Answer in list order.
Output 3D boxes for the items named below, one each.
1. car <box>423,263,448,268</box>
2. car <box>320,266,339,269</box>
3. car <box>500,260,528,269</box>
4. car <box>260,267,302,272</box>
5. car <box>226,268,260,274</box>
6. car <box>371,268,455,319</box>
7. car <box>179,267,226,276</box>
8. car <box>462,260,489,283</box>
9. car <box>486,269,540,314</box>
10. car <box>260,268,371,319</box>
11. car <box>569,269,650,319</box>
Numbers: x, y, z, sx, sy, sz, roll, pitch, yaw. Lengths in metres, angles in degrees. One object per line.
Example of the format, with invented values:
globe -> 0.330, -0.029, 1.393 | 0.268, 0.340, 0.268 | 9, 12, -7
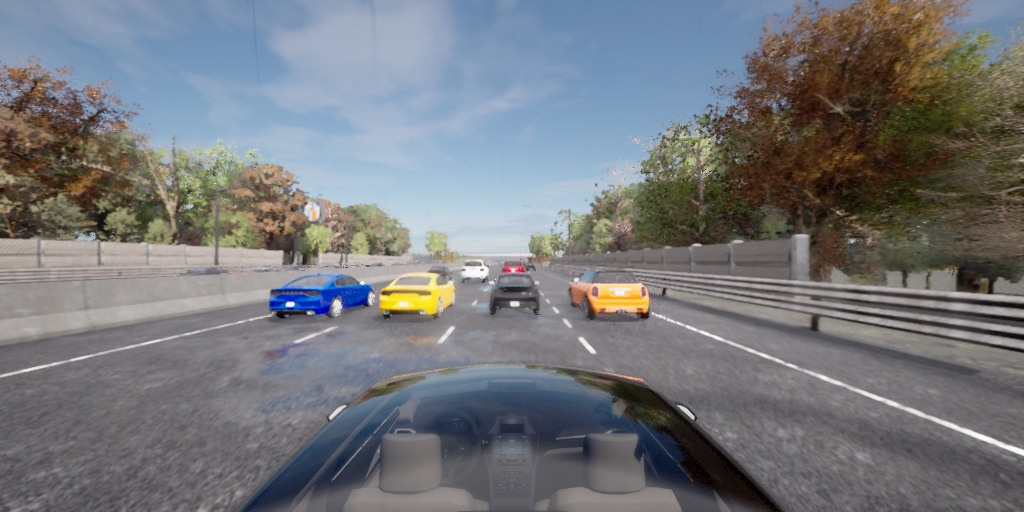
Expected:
car -> -6.891, 1.704, 34.526 | 1.837, 1.490, 4.892 | 0, -1, 0
car -> -17.585, 1.725, 34.456 | 1.812, 1.442, 4.674 | 0, -1, 0
car -> 0.107, 1.409, 33.793 | 2.150, 2.045, 5.566 | 0, -1, 0
car -> -21.084, 1.755, 33.784 | 1.994, 1.385, 4.181 | 0, -1, 0
car -> -24.585, 1.804, 34.669 | 1.895, 1.301, 4.718 | 0, -1, 0
car -> -3.395, 1.390, 13.706 | 1.882, 1.535, 5.008 | 0, -1, 0
car -> -28.083, 1.742, 32.817 | 1.994, 1.385, 4.181 | 0, -1, 0
car -> -3.391, 1.409, 33.734 | 2.150, 2.045, 5.566 | 0, -1, 0
car -> 0.104, 1.430, 14.655 | 1.837, 1.490, 4.892 | 0, -1, 0
car -> -6.895, 1.389, 13.622 | 1.882, 1.535, 5.008 | 0, -1, 0
car -> 3.506, 1.257, 13.766 | 2.097, 1.767, 4.553 | 0, -1, 0
